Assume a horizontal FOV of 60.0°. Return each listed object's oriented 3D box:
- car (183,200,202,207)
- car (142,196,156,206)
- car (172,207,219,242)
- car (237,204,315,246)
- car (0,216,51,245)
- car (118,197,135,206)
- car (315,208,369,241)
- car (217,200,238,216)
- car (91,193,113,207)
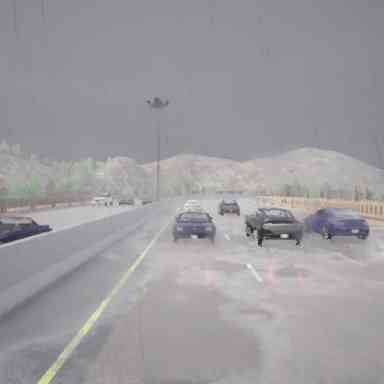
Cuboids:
[{"bbox_3d":[0.079,1.532,34.124,1.812,1.442,4.674,0,0,0],"label":"car"},{"bbox_3d":[-7.065,1.514,54.713,1.837,1.490,4.892,0,0,0],"label":"car"},{"bbox_3d":[0.096,1.604,16.270,1.895,1.301,4.718,0,0,0],"label":"car"},{"bbox_3d":[3.597,1.494,15.348,2.128,1.511,4.902,0,0,0],"label":"car"},{"bbox_3d":[-7.104,1.603,12.330,1.895,1.301,4.718,0,0,0],"label":"car"},{"bbox_3d":[-10.572,1.557,54.143,2.033,1.411,5.357,0,0,1],"label":"car"},{"bbox_3d":[7.096,1.529,16.766,1.812,1.442,4.674,0,0,0],"label":"car"},{"bbox_3d":[3.592,1.497,32.963,2.128,1.511,4.902,0,0,0],"label":"car"},{"bbox_3d":[-14.080,1.230,52.393,2.150,2.045,5.566,0,0,0],"label":"car"}]
